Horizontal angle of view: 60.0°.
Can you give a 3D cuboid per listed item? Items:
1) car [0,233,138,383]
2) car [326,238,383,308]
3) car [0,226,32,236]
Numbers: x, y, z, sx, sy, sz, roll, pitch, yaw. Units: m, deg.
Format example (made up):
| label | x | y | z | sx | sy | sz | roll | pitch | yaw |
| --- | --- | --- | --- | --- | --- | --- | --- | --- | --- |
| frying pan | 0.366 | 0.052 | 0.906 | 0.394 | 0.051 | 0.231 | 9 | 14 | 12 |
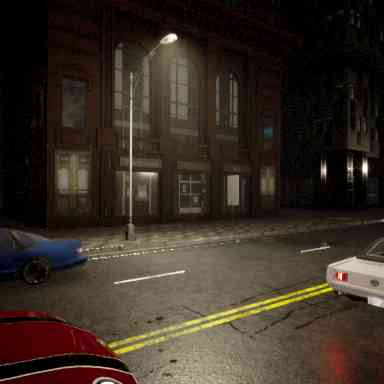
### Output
| label | x | y | z | sx | sy | sz | roll | pitch | yaw |
| --- | --- | --- | --- | --- | --- | --- | --- | --- | --- |
| car | -2.451 | 1.352 | 1.691 | 4.553 | 1.767 | 2.097 | 0 | 0 | -36 |
| car | 4.984 | 1.597 | 6.992 | 4.718 | 1.301 | 1.895 | 0 | 0 | -35 |
| car | -5.302 | 1.548 | 7.889 | 5.357 | 1.411 | 2.033 | 0 | 0 | -36 |
